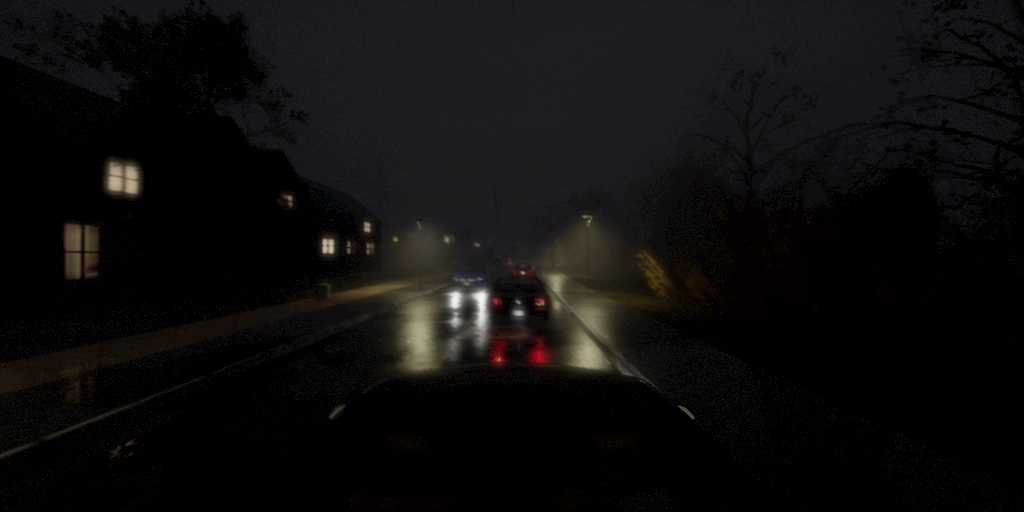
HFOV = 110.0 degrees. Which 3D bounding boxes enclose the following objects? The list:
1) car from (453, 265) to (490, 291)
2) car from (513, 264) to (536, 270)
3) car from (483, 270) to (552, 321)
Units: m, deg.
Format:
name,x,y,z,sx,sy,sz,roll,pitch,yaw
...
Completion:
name,x,y,z,sx,sy,sz,roll,pitch,yaw
car,-2.358,1.265,21.935,1.812,1.442,4.674,0,0,3
car,0.977,1.314,29.456,1.994,1.385,4.181,0,0,3
car,0.264,1.340,12.408,1.895,1.301,4.718,0,0,1
